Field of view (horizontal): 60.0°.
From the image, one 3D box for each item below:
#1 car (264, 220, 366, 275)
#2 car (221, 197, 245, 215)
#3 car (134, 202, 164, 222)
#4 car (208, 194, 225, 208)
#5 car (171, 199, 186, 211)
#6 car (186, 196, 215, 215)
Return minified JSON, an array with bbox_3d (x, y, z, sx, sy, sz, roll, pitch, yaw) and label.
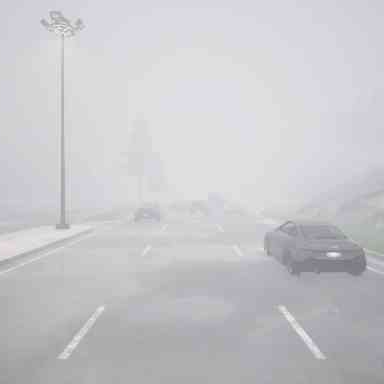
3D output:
[{"bbox_3d":[3.599,1.564,10.463,1.994,1.385,4.181,0,0,0],"label":"car"},{"bbox_3d":[4.354,1.526,34.250,1.812,1.442,4.674,0,0,9],"label":"car"},{"bbox_3d":[-3.302,1.526,26.091,1.812,1.442,4.674,0,0,1],"label":"car"},{"bbox_3d":[3.415,1.221,44.497,2.150,2.045,5.566,0,0,16],"label":"car"},{"bbox_3d":[-1.177,1.564,40.755,1.994,1.385,4.181,0,0,14],"label":"car"},{"bbox_3d":[0.930,1.505,34.322,1.837,1.490,4.892,0,0,9],"label":"car"}]
